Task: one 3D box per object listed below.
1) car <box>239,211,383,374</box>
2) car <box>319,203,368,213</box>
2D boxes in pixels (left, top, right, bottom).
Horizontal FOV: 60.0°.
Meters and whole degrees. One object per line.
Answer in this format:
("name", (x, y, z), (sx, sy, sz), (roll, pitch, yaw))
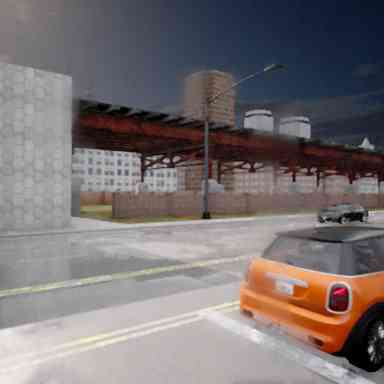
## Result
("car", (3.050, 1.384, 5.906), (4.553, 1.767, 2.097), (1, 0, -35))
("car", (11.359, 1.638, 24.947), (4.892, 1.490, 1.837), (0, 0, -35))
